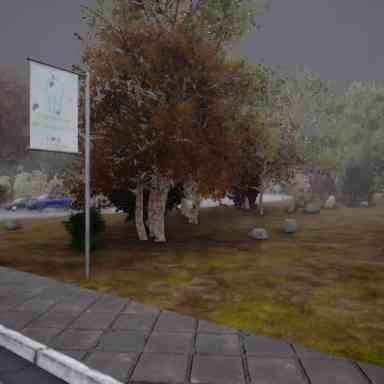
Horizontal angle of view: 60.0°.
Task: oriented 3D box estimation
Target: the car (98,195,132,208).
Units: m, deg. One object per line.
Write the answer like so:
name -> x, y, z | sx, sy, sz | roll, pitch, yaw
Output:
car -> -11.033, 1.312, 47.945 | 2.097, 1.767, 4.553 | 0, 0, 37

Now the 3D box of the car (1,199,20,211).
car -> -20.830, 1.498, 41.122 | 1.837, 1.490, 4.892 | 0, 0, 38

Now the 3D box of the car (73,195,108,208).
car -> -14.844, 1.319, 48.739 | 2.097, 1.767, 4.553 | 0, 0, 38

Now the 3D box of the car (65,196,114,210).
car -> -12.125, 1.531, 40.481 | 2.033, 1.411, 5.357 | 0, 0, 38

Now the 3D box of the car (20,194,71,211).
car -> -17.130, 1.212, 40.145 | 2.150, 2.045, 5.566 | 0, 0, 39
